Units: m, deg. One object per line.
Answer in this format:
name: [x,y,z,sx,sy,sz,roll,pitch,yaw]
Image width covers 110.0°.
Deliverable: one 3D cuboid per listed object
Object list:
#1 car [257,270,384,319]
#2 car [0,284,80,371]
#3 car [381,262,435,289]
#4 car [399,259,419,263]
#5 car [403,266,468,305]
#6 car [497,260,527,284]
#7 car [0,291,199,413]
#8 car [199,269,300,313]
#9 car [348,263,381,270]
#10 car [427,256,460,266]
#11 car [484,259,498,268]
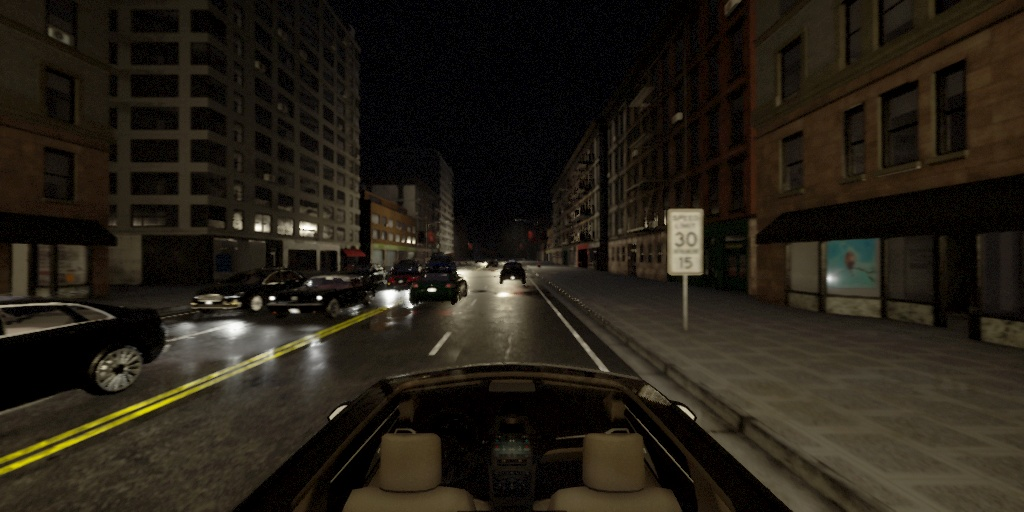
car: [-6.595,1.362,13.083,1.895,1.301,4.718,0,0,0]
car: [-9.836,1.295,5.071,1.812,1.442,4.674,0,0,0]
car: [-6.554,1.322,23.117,1.994,1.385,4.181,0,0,0]
car: [-9.817,1.112,33.697,2.097,1.767,4.553,0,0,0]
car: [-3.175,1.318,16.177,1.994,1.385,4.181,0,0,0]
car: [0.049,1.249,27.356,1.837,1.490,4.892,0,0,0]
car: [-6.587,1.254,3.819,2.128,1.511,4.902,0,0,0]
car: [-9.843,1.273,14.082,1.837,1.490,4.892,0,0,0]
car: [-9.794,1.256,23.771,2.128,1.511,4.902,0,0,0]
car: [-6.567,0.975,33.675,2.150,2.045,5.566,0,0,0]
car: [-3.279,1.241,61.647,1.837,1.490,4.892,0,0,0]
